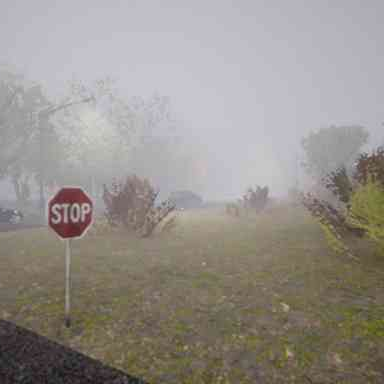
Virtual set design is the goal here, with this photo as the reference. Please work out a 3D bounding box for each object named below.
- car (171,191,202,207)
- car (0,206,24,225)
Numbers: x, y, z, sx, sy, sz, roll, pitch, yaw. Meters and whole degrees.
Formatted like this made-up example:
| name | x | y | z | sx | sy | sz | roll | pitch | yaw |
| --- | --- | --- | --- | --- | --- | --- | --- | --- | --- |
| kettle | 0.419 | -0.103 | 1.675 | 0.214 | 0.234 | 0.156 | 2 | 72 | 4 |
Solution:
| name | x | y | z | sx | sy | sz | roll | pitch | yaw |
| --- | --- | --- | --- | --- | --- | --- | --- | --- | --- |
| car | -0.791 | 0.859 | 43.199 | 2.150 | 2.045 | 5.566 | 0 | 1 | 29 |
| car | -12.882 | 1.411 | 20.577 | 1.837 | 1.490 | 4.892 | 0 | 1 | 27 |
